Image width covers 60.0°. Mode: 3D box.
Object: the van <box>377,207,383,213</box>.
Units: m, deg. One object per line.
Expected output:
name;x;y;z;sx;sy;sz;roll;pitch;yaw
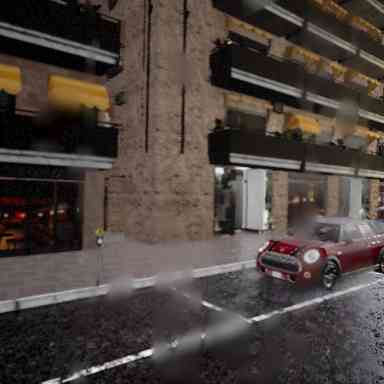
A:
van;8.318;1.395;12.470;3.998;1.788;1.690;0;1;-35

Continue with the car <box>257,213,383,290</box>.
car;3.678;1.472;9.163;4.097;1.590;1.967;0;1;-35
